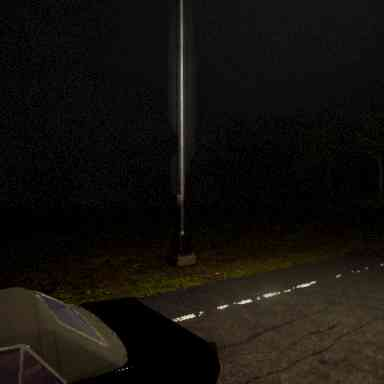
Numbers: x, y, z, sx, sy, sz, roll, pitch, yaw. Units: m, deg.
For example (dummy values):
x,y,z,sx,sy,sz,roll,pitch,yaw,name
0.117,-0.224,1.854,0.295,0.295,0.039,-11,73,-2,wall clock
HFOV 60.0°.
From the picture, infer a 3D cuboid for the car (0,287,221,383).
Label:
x,y,z,sx,sy,sz,roll,pitch,yaw,name
-2.147,1.601,2.460,4.718,1.301,1.895,0,0,-36,car
